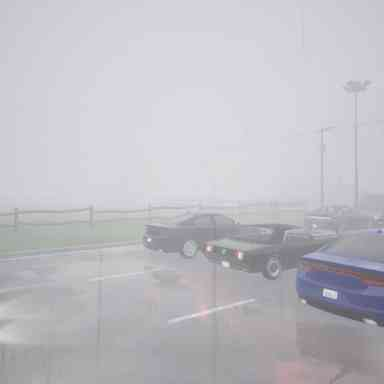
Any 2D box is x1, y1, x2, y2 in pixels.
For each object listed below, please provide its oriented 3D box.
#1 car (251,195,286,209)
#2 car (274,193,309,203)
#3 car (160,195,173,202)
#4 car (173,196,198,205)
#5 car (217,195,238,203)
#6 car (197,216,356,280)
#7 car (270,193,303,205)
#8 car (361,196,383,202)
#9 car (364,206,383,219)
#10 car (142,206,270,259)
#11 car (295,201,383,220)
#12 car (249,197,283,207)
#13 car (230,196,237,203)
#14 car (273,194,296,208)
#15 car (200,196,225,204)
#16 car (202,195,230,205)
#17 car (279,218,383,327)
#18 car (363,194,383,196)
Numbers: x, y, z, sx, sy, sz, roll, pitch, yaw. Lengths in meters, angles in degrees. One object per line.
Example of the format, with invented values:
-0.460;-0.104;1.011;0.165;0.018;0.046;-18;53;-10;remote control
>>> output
9.925;1.525;45.124;1.812;1.442;4.674;0;0;-36;car
16.236;1.221;54.269;2.150;2.045;5.566;0;0;-36;car
-5.167;1.397;71.809;1.837;1.490;4.892;0;0;-36;car
-0.862;1.525;59.871;1.812;1.442;4.674;0;0;-36;car
7.644;1.499;72.087;1.837;1.490;4.892;0;0;-36;car
2.696;1.601;9.980;4.718;1.301;1.895;0;0;-35;car
16.810;1.223;59.423;2.150;2.045;5.566;0;0;-36;car
19.427;1.493;33.654;4.902;1.511;2.128;0;0;40;car
10.199;1.505;15.364;4.892;1.490;1.837;0;0;-36;car
0.560;1.478;12.755;5.008;1.535;1.882;0;0;-36;car
8.153;1.491;18.205;4.902;1.511;2.128;0;0;-36;car
12.006;1.548;54.117;2.033;1.411;5.357;0;0;-36;car
6.497;1.526;67.709;1.812;1.442;4.674;0;0;-36;car
12.034;1.505;48.152;1.837;1.490;4.892;0;0;-36;car
3.960;1.490;65.187;2.128;1.511;4.902;0;0;-36;car
4.088;1.600;59.024;1.895;1.301;4.718;0;0;-36;car
4.223;1.478;6.767;5.008;1.535;1.882;0;0;-36;car
21.551;1.223;36.509;5.566;2.045;2.150;0;0;42;car
